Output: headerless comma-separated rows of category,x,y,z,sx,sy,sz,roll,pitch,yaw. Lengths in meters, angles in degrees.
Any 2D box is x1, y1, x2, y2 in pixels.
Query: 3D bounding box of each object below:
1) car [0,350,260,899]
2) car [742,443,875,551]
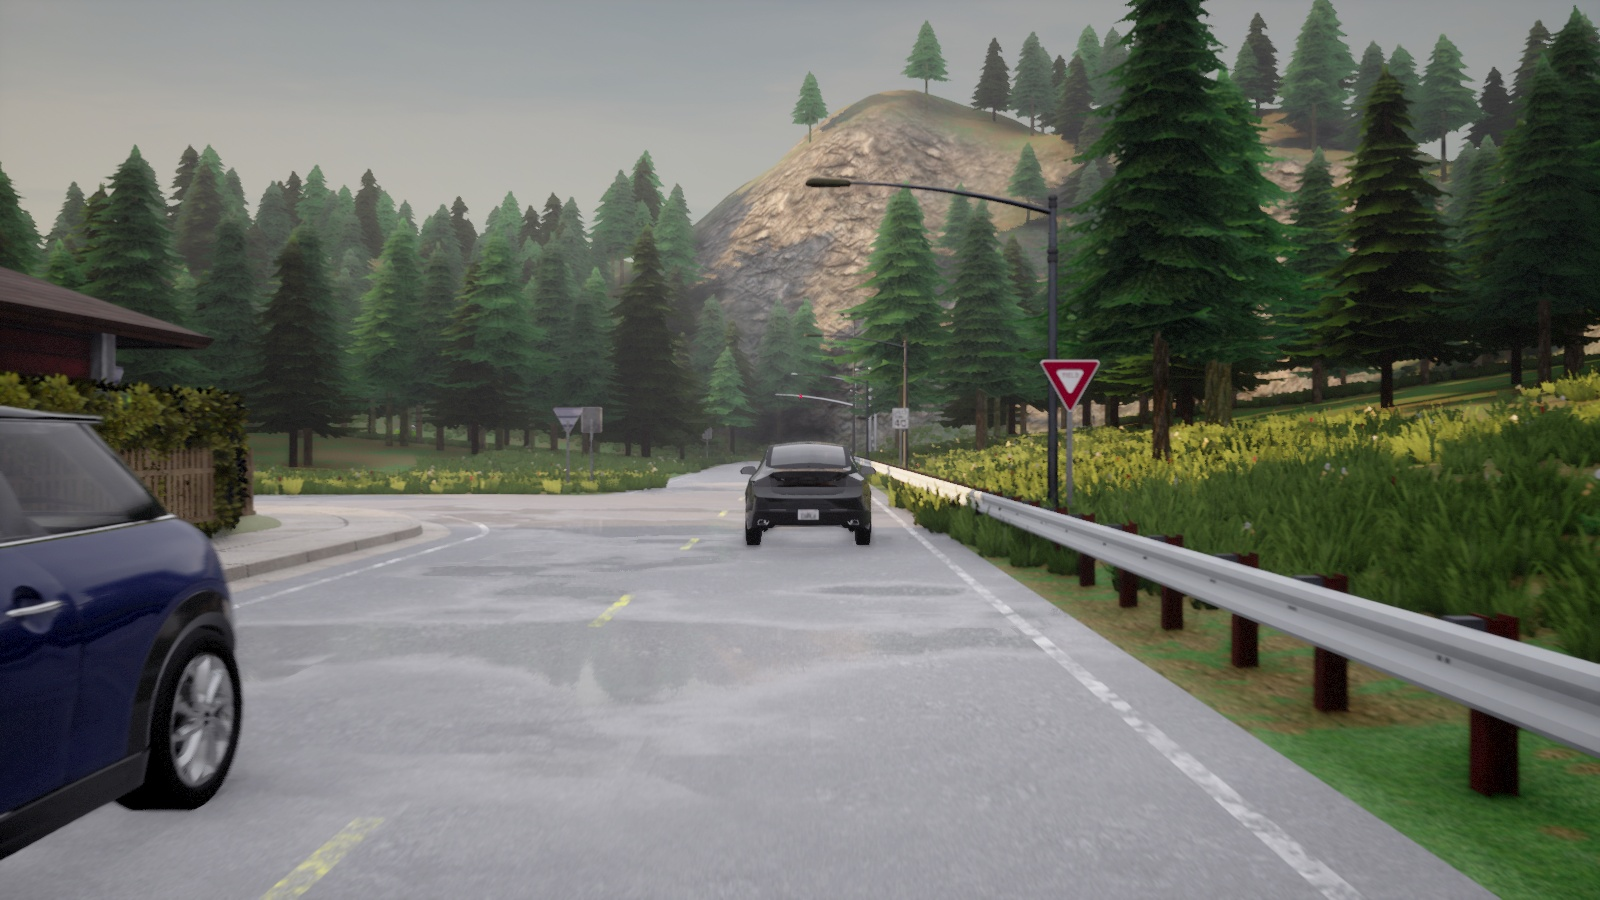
car,-3.466,0.583,3.322,2.097,1.767,4.553,0,0,0
car,0.128,0.640,19.796,1.837,1.490,4.892,0,0,0
